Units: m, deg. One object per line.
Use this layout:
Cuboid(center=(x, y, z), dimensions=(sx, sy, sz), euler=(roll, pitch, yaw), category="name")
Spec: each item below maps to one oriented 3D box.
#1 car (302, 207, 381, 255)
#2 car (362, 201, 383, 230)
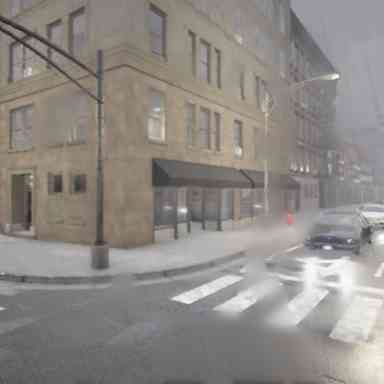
Cuboid(center=(6.219, 1.547, 13.723), dimensions=(2.033, 1.411, 5.357), euler=(0, 0, 35), category="car")
Cuboid(center=(11.731, 1.530, 21.570), dimensions=(1.812, 1.442, 4.674), euler=(0, 0, 35), category="car")
